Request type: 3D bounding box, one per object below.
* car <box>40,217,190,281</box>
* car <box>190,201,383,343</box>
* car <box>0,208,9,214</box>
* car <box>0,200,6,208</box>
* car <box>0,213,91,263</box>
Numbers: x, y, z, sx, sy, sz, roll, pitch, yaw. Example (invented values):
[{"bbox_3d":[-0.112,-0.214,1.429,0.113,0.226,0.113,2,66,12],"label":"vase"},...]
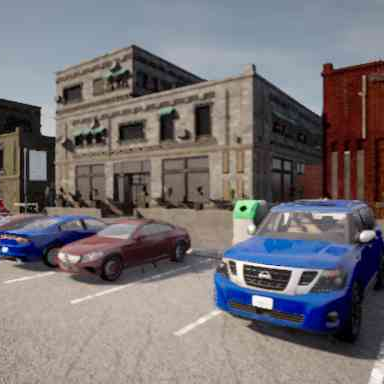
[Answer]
[{"bbox_3d":[-1.846,1.573,10.286,2.002,1.452,4.674,-1,0,36],"label":"car"},{"bbox_3d":[2.619,1.241,7.054,2.435,2.045,5.566,-1,0,36],"label":"car"},{"bbox_3d":[-8.683,1.643,15.171,2.002,1.452,4.674,-1,0,36],"label":"car"},{"bbox_3d":[-10.838,1.500,16.677,2.185,1.767,4.553,-1,0,36],"label":"car"},{"bbox_3d":[-4.094,1.556,11.884,2.097,1.535,5.008,-1,0,36],"label":"car"}]
